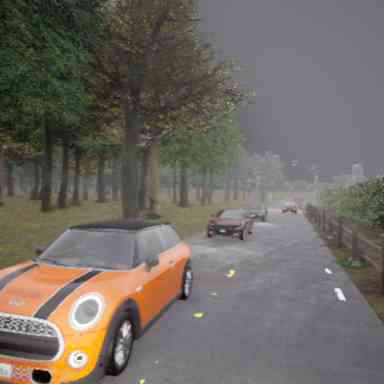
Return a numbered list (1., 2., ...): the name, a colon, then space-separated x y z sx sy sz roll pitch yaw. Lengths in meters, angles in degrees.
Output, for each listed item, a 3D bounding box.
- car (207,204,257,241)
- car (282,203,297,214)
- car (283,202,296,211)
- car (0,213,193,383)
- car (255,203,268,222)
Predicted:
1. car: 2.180 1.627 18.177 1.882 1.535 5.008 2 0 16
2. car: 13.346 2.279 45.465 1.895 1.301 4.718 2 0 17
3. car: 16.161 2.426 55.260 1.895 1.301 4.718 2 0 17
4. car: -1.449 1.317 5.696 2.097 1.767 4.553 2 0 15
5. car: 5.899 1.843 30.628 1.837 1.490 4.892 2 0 17
